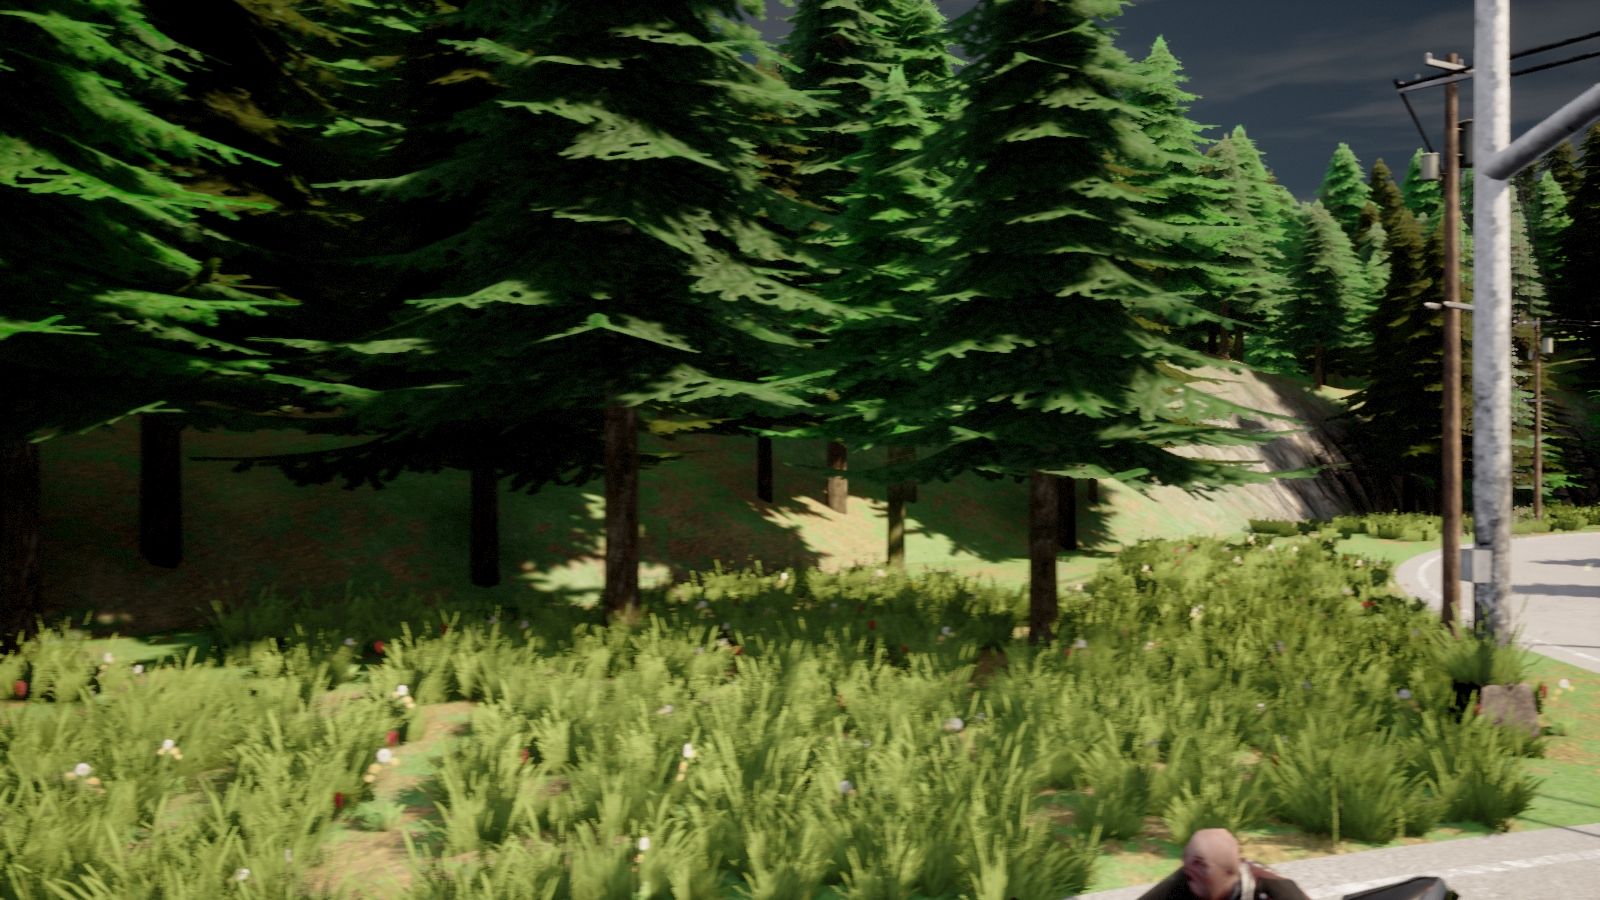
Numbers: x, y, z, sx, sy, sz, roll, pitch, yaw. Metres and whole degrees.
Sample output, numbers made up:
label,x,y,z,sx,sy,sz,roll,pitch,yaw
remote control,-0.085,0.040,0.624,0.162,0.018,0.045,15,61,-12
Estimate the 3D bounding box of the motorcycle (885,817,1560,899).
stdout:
label,x,y,z,sx,sy,sz,roll,pitch,yaw
motorcycle,1.476,2.167,3.958,2.209,1.251,0.867,0,0,-23
